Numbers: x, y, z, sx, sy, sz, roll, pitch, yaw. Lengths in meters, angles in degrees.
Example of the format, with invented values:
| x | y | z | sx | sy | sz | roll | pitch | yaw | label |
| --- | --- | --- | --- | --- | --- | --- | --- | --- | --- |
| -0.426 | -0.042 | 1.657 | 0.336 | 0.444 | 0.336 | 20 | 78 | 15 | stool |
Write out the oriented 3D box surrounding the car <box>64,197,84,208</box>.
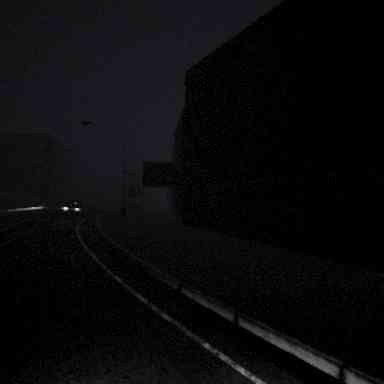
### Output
| x | y | z | sx | sy | sz | roll | pitch | yaw | label |
| --- | --- | --- | --- | --- | --- | --- | --- | --- | --- |
| -16.436 | 1.444 | 46.525 | 1.837 | 1.490 | 4.892 | 2 | -1 | -8 | car |
